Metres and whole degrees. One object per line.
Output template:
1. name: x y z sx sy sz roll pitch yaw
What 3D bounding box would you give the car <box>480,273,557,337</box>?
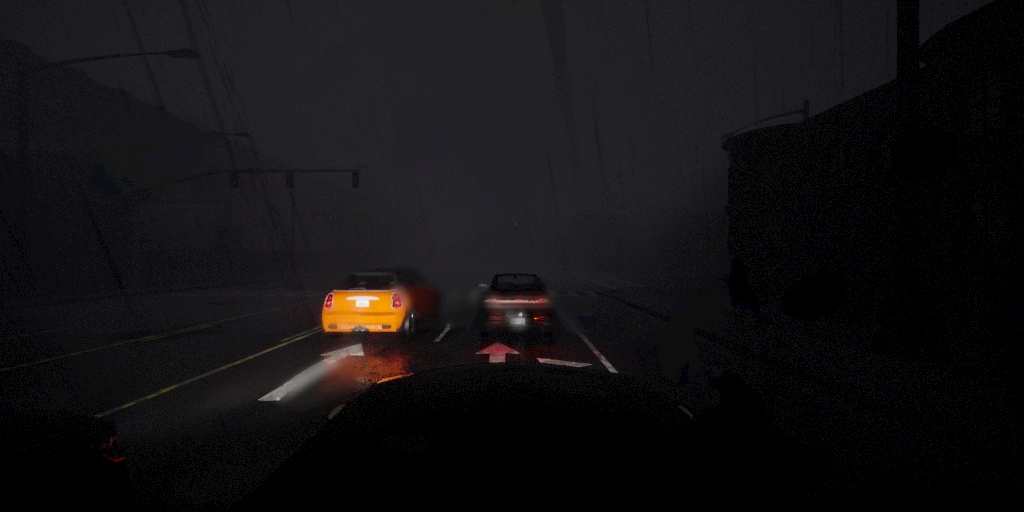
1. car: 0.104 1.242 10.332 2.128 1.511 4.902 0 0 -1

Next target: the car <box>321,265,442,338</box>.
1. car: -3.405 1.102 10.286 2.097 1.767 4.553 0 0 0

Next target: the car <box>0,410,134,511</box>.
1. car: -3.398 1.242 0.298 2.128 1.511 4.902 0 0 0
